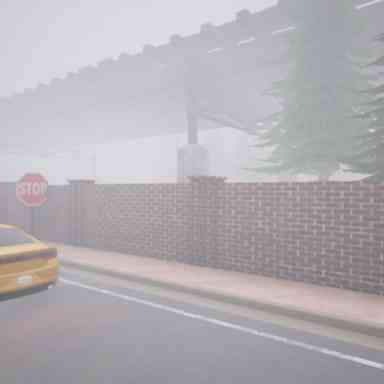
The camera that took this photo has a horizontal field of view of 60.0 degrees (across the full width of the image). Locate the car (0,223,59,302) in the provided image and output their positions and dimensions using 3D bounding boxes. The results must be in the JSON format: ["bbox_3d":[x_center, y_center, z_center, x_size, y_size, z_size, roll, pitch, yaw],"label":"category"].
[{"bbox_3d":[-5.071,1.437,7.563,5.008,1.535,1.882,0,0,36],"label":"car"}]
